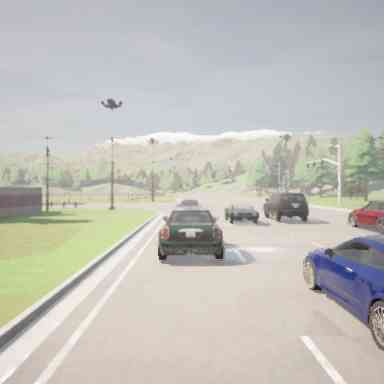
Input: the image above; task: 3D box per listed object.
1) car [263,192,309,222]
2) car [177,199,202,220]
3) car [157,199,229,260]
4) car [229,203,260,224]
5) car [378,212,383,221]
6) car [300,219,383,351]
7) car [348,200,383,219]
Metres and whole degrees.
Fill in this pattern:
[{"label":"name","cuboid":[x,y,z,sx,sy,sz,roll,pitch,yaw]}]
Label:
[{"label":"car","cuboid":[6.832,1.047,24.661,2.150,2.045,5.566,0,0,-1]},{"label":"car","cuboid":[-0.196,1.347,27.194,1.837,1.490,4.892,0,0,-1]},{"label":"car","cuboid":[-0.037,1.282,12.211,2.097,1.767,4.553,0,1,0]},{"label":"car","cuboid":[3.347,1.450,23.395,1.895,1.301,4.718,0,0,-1]},{"label":"car","cuboid":[6.999,1.447,8.366,1.812,1.442,4.674,0,0,0]},{"label":"car","cuboid":[3.524,1.475,5.887,1.812,1.442,4.674,0,1,0]},{"label":"car","cuboid":[10.401,1.203,18.028,2.097,1.767,4.553,0,0,-1]}]
